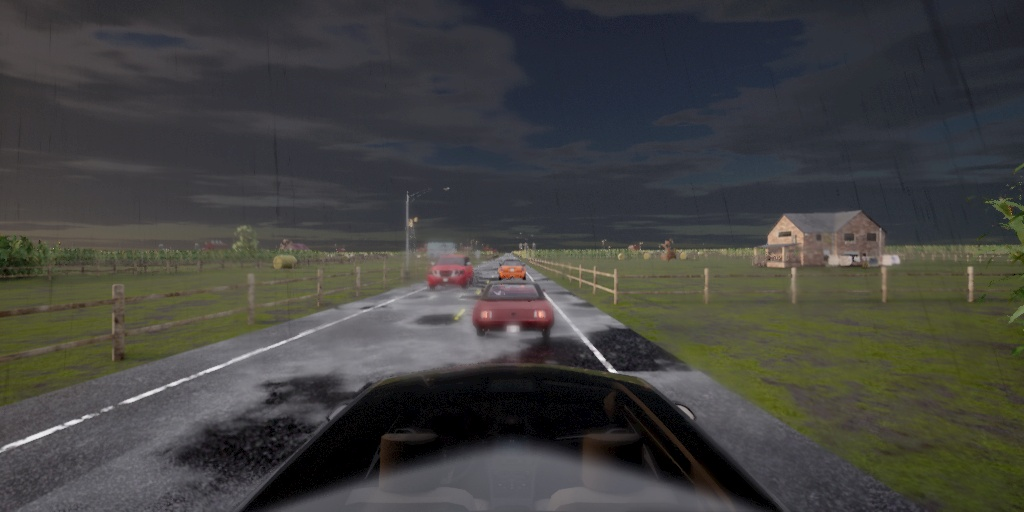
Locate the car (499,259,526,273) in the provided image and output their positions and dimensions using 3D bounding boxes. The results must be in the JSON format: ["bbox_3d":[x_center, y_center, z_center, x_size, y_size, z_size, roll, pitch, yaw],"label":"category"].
[{"bbox_3d":[0.017,1.055,29.009,2.097,1.767,4.553,0,0,0],"label":"car"}]

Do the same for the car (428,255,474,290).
[{"bbox_3d":[-3.645,0.938,22.365,2.150,2.045,5.566,0,0,0],"label":"car"}]

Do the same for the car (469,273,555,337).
[{"bbox_3d":[0.044,1.340,10.240,1.895,1.301,4.718,0,0,0],"label":"car"}]
